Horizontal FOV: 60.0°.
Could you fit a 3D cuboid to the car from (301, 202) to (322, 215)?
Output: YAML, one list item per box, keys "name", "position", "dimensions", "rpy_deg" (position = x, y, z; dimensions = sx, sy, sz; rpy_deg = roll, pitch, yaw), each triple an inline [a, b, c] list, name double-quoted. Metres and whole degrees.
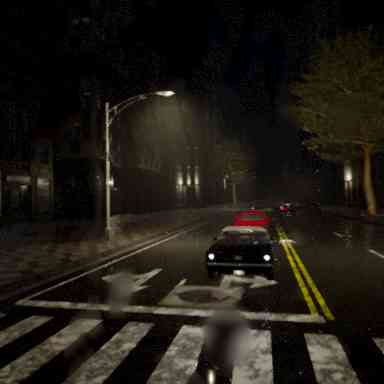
- name: "car"
  position: [15.670, 2.087, 43.854]
  dimensions: [2.097, 1.767, 4.553]
  rpy_deg: [-1, -1, 13]

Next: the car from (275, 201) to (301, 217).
- name: "car"
  position: [11.713, 2.228, 40.921]
  dimensions: [2.128, 1.511, 4.902]
  rpy_deg: [-1, -1, 13]

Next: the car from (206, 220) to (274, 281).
- name: "car"
  position: [1.685, 1.824, 10.799]
  dimensions: [1.895, 1.301, 4.718]
  rpy_deg: [-1, -1, 12]

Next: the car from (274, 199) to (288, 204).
- name: "car"
  position: [13.809, 2.149, 50.821]
  dimensions: [2.150, 2.045, 5.566]
  rpy_deg: [-1, -1, 12]

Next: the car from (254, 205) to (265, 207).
- name: "car"
  position: [5.774, 2.128, 29.578]
  dimensions: [2.033, 1.411, 5.357]
  rpy_deg: [-1, -1, 12]

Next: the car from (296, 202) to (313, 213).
- name: "car"
  position: [17.071, 2.341, 50.503]
  dimensions: [1.882, 1.535, 5.008]
  rpy_deg: [-1, -1, 12]

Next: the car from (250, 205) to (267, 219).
- name: "car"
  position: [7.937, 2.291, 39.312]
  dimensions: [1.812, 1.442, 4.674]
  rpy_deg: [-1, -1, 13]

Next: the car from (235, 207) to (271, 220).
- name: "car"
  position: [3.654, 1.873, 19.863]
  dimensions: [1.882, 1.535, 5.008]
  rpy_deg: [-1, -1, 12]
